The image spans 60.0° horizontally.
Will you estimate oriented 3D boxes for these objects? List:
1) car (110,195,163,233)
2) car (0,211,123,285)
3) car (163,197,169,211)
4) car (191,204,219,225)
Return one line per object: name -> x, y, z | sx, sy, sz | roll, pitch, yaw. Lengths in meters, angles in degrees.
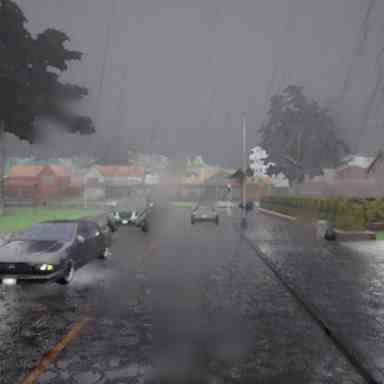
car -> -3.392, 1.200, 20.143 | 2.150, 2.045, 5.566 | 0, 0, 3
car -> -3.790, 1.520, 9.737 | 2.033, 1.411, 5.357 | 0, 0, 2
car -> -3.030, 1.078, 28.224 | 1.882, 1.535, 5.008 | 0, 0, 2
car -> 0.931, 1.579, 24.391 | 1.994, 1.385, 4.181 | 0, 0, 2
